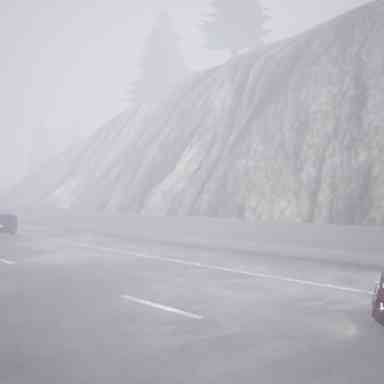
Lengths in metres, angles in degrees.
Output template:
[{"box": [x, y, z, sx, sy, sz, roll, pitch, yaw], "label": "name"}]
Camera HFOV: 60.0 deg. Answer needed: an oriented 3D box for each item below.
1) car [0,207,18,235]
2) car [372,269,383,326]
[{"box": [-10.962, 1.463, 17.486, 5.008, 1.535, 1.882, 0, 0, 41], "label": "car"}, {"box": [5.130, 1.363, 4.673, 4.553, 1.767, 2.097, 0, 0, 35], "label": "car"}]
